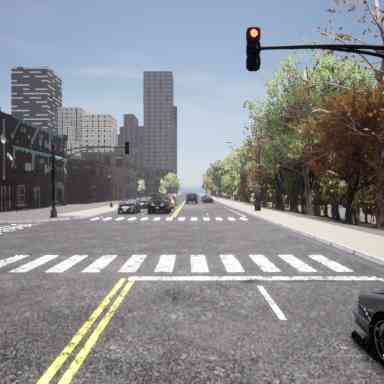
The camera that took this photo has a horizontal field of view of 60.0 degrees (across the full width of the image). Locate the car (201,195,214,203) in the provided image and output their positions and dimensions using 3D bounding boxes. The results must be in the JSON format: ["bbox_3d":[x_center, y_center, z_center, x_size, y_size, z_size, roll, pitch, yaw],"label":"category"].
[{"bbox_3d":[3.223,1.538,65.880,1.994,1.385,4.181,0,0,0],"label":"car"}]

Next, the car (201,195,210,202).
[{"bbox_3d":[3.103,1.446,75.908,1.882,1.535,5.008,0,0,0],"label":"car"}]

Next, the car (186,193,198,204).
[{"bbox_3d":[-0.025,1.197,64.887,2.150,2.045,5.566,0,0,-1],"label":"car"}]

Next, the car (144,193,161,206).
[{"bbox_3d":[-6.694,1.200,56.663,2.150,2.045,5.566,0,0,1],"label":"car"}]

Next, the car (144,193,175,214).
[{"bbox_3d":[-3.421,1.210,35.900,2.150,2.045,5.566,0,0,1],"label":"car"}]

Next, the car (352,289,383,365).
[{"bbox_3d":[3.345,1.547,2.563,2.033,1.411,5.357,0,0,0],"label":"car"}]

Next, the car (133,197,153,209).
[{"bbox_3d":[-6.675,1.475,45.974,2.128,1.511,4.902,0,0,0],"label":"car"}]

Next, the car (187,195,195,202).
[{"bbox_3d":[-0.150,1.492,75.814,1.812,1.442,4.674,0,0,0],"label":"car"}]

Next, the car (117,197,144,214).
[{"bbox_3d":[-6.661,1.480,35.573,2.128,1.511,4.902,0,0,0],"label":"car"}]

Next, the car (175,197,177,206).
[{"bbox_3d":[-3.425,1.461,45.898,1.882,1.535,5.008,0,0,0],"label":"car"}]
